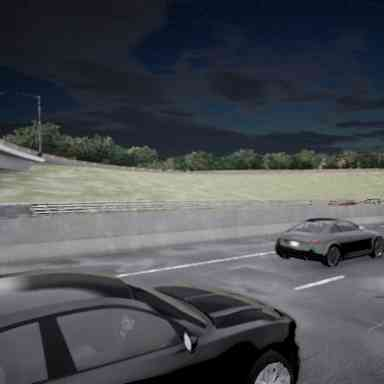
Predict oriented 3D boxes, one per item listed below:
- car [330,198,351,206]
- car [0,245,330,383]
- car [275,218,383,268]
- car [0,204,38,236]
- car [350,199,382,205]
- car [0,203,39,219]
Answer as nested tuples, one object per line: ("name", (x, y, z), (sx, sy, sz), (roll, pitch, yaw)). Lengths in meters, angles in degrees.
("car", (20.388, 1.622, 44.287), (5.008, 1.535, 1.882), (0, 0, -35))
("car", (-1.100, 1.479, 2.961), (5.008, 1.535, 1.882), (0, 0, -35))
("car", (4.810, 1.583, 11.472), (4.181, 1.385, 1.994), (0, 0, -35))
("car", (-11.048, 1.493, 17.604), (4.902, 1.511, 2.128), (0, 0, -35))
("car", (22.140, 1.744, 41.245), (4.718, 1.301, 1.895), (0, 0, -35))
("car", (-9.106, 1.353, 14.691), (4.553, 1.767, 2.097), (0, 0, -35))
